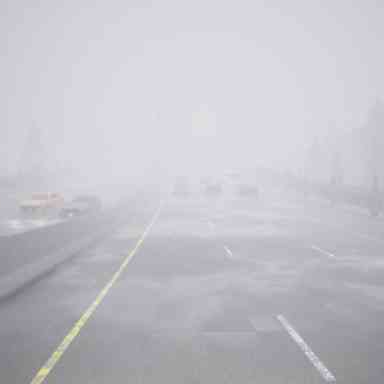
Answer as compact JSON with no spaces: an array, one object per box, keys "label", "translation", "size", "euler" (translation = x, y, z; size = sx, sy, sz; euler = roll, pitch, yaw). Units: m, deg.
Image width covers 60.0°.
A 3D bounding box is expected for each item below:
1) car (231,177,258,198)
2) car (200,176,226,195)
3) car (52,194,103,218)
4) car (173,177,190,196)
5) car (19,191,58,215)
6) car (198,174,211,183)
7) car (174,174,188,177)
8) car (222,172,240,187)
[{"label":"car","translation":[5.899,-0.336,36.468],"size":[1.882,1.535,5.008],"euler":[0,7,-2]},{"label":"car","translation":[2.344,-0.570,38.254],"size":[1.882,1.535,5.008],"euler":[0,7,-2]},{"label":"car","translation":[-7.825,0.924,23.934],"size":[2.033,1.411,5.357],"euler":[0,4,-1]},{"label":"car","translation":[-1.199,-0.452,37.754],"size":[2.033,1.411,5.357],"euler":[0,7,-1]},{"label":"car","translation":[-11.358,0.762,25.483],"size":[1.882,1.535,5.008],"euler":[0,5,-2]},{"label":"car","translation":[2.012,-1.861,48.529],"size":[1.882,1.535,5.008],"euler":[0,7,-2]},{"label":"car","translation":[-1.532,-1.822,48.101],"size":[1.882,1.535,5.008],"euler":[0,7,-1]},{"label":"car","translation":[5.492,-1.845,46.456],"size":[2.150,2.045,5.566],"euler":[0,7,-2]}]
